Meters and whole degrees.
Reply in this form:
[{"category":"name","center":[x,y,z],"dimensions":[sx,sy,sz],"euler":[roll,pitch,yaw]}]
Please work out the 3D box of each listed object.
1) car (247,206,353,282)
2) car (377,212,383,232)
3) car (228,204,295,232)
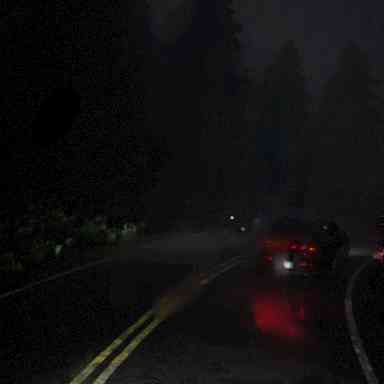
[{"category":"car","center":[3.464,1.439,9.880],"dimensions":[1.837,1.490,4.892],"euler":[4,2,31]},{"category":"car","center":[11.468,1.390,16.761],"dimensions":[4.892,1.490,1.837],"euler":[0,5,-27]},{"category":"car","center":[3.889,1.260,15.784],"dimensions":[4.718,1.301,1.895],"euler":[-1,5,-40]}]
